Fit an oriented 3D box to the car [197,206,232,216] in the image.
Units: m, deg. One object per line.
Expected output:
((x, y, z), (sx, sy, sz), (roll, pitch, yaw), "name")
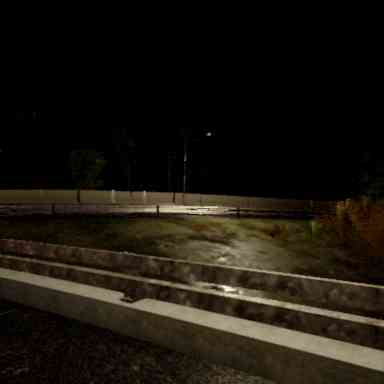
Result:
((2.967, 2.528, 45.353), (4.718, 1.301, 1.895), (3, -2, -26), "car")
